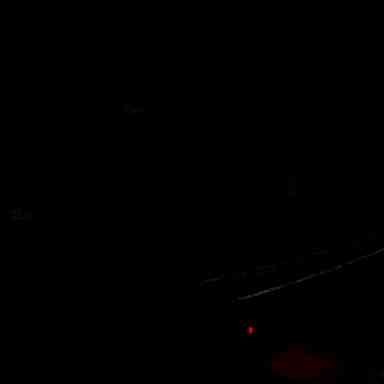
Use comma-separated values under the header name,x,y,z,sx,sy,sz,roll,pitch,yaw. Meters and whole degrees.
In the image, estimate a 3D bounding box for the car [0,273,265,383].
name,x,y,z,sx,sy,sz,roll,pitch,yaw
car,-1.734,1.558,2.852,5.357,1.411,2.033,0,0,-36
